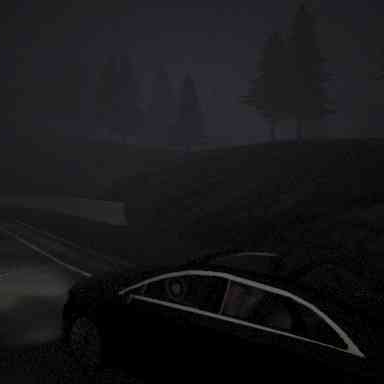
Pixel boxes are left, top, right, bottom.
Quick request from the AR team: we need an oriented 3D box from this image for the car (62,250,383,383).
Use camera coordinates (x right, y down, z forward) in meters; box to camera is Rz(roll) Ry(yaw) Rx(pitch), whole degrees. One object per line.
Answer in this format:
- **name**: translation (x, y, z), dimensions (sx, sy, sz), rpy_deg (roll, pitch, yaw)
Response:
- **car**: translation (0.458, 1.449, 3.803), dimensions (4.902, 1.511, 2.128), rpy_deg (2, 1, 37)
